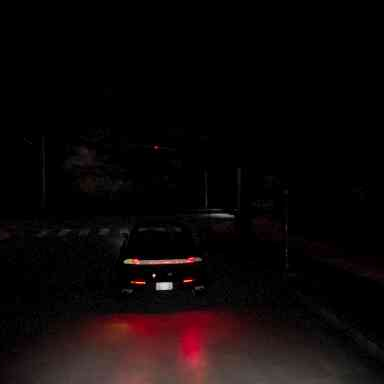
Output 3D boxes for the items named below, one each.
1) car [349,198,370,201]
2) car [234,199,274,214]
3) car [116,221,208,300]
[{"bbox_3d":[16.371,1.347,33.046,4.892,1.490,1.837,0,0,-12],"label":"car"},{"bbox_3d":[6.257,1.368,30.803,4.674,1.442,1.812,0,0,-12],"label":"car"},{"bbox_3d":[-0.840,1.491,8.425,2.128,1.511,4.902,0,0,-8],"label":"car"}]
